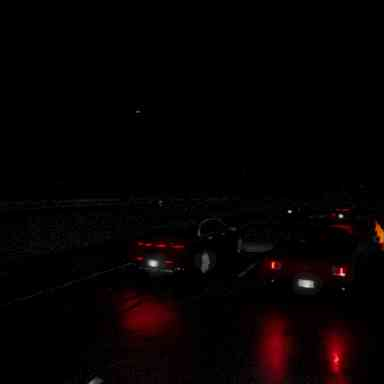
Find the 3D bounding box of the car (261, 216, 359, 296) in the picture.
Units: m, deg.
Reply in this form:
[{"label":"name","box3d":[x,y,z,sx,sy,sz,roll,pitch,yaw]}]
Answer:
[{"label":"car","box3d":[3.288,1.551,8.708,1.895,1.301,4.718,0,0,26]}]

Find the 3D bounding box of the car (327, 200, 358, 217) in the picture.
[{"label":"car","box3d":[11.162,1.375,24.735,1.837,1.490,4.892,0,0,26]}]

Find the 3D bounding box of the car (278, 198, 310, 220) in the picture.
[{"label":"car","box3d":[8.167,1.440,26.577,1.994,1.385,4.181,0,0,26]}]

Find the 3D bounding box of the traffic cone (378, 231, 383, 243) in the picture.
[{"label":"traffic cone","box3d":[7.224,1.876,12.380,0.340,0.580,0.340,0,0,26]}]

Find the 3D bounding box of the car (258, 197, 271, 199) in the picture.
[{"label":"car","box3d":[17.532,2.142,77.611,1.882,1.535,5.008,0,-1,26]}]

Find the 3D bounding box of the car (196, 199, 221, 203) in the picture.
[{"label":"car","box3d":[2.517,1.511,39.334,1.994,1.385,4.181,0,-1,26]}]

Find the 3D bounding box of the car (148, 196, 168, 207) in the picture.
[{"label":"car","box3d":[-3.704,1.312,42.543,2.097,1.767,4.553,0,-1,26]}]

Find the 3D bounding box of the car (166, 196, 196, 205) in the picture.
[{"label":"car","box3d":[-0.686,1.498,40.755,2.033,1.411,5.357,0,-1,26]}]

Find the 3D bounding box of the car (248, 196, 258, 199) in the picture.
[{"label":"car","box3d":[14.563,1.893,79.506,2.150,2.045,5.566,0,-1,26]}]

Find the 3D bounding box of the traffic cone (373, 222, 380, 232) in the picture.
[{"label":"traffic cone","box3d":[8.988,1.854,15.971,0.340,0.580,0.340,0,0,26]}]

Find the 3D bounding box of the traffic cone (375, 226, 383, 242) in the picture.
[{"label":"traffic cone","box3d":[8.106,1.865,14.175,0.340,0.580,0.340,0,0,26]}]

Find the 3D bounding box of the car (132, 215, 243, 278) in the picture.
[{"label":"car","box3d":[0.129,1.461,10.213,1.837,1.490,4.892,0,0,26]}]
